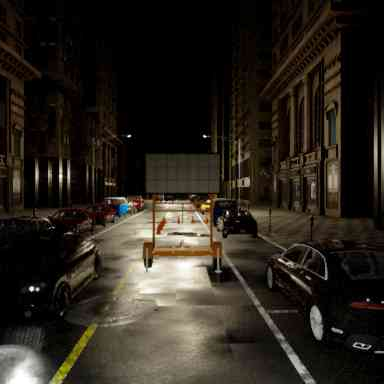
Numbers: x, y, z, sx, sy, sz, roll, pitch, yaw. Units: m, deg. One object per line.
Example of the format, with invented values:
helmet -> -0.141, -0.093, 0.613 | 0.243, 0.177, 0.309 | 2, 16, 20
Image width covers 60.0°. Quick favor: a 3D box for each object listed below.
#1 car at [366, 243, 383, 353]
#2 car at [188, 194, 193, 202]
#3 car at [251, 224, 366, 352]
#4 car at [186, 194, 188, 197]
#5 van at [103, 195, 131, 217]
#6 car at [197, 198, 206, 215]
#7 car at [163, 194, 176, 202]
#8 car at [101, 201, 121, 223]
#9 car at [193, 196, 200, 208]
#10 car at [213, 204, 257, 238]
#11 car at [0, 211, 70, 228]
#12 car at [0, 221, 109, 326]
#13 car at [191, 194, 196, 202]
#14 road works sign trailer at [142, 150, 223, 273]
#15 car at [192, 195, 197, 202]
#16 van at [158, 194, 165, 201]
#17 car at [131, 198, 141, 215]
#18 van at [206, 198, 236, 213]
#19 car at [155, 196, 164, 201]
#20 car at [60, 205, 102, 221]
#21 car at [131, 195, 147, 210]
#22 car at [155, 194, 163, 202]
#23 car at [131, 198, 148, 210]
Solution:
car -> 2.758, 1.315, 0.531 | 2.192, 1.841, 5.009 | 0, 0, -2
car -> 0.817, 1.613, 67.928 | 1.947, 1.339, 4.313 | 0, 0, -2
car -> 2.596, 1.553, 6.147 | 2.008, 1.369, 4.403 | 0, 0, -2
car -> 0.171, 1.389, 90.394 | 2.192, 1.841, 5.009 | 0, 0, -2
van -> -6.572, 1.355, 28.356 | 1.690, 1.788, 3.998 | 0, 0, -2
car -> 1.783, 1.543, 34.399 | 1.752, 1.417, 4.829 | 0, 0, -2
car -> -5.234, 1.537, 77.899 | 1.882, 1.535, 5.008 | 0, 0, -2
car -> -6.410, 1.555, 22.740 | 1.887, 1.381, 4.507 | 0, 0, -2
car -> 1.464, 1.607, 45.463 | 1.802, 1.307, 4.206 | 0, 0, -2
car -> 2.272, 1.558, 17.380 | 2.008, 1.369, 4.403 | 0, 0, -2
car -> -6.088, 1.555, 11.514 | 2.008, 1.369, 4.403 | 0, 0, -2
car -> -3.298, 1.566, 7.088 | 1.994, 1.385, 4.181 | 0, 0, -2
car -> 1.136, 1.560, 56.865 | 1.752, 1.417, 4.829 | 0, 0, -2
road works sign trailer -> -0.298, 0.468, 10.671 | 2.380, 3.560, 2.880 | 0, 0, -2
car -> 1.303, 1.611, 51.079 | 1.802, 1.307, 4.206 | 0, 0, -2
van -> -8.350, 1.415, 90.133 | 1.690, 1.788, 3.998 | 0, 0, -2
car -> -6.734, 1.569, 33.972 | 2.008, 1.369, 4.403 | 0, 0, -2
van -> 2.111, 1.352, 22.996 | 1.690, 1.788, 3.998 | 0, 0, -2
car -> -8.189, 1.633, 84.517 | 1.947, 1.339, 4.313 | 0, 0, -2
car -> -6.249, 1.552, 17.124 | 1.887, 1.381, 4.507 | 0, 0, -2
car -> -6.895, 1.337, 39.588 | 2.192, 1.841, 5.009 | 0, 0, -2
car -> -8.027, 1.642, 78.901 | 1.802, 1.307, 4.206 | 0, 0, -2
car -> -7.052, 1.550, 45.035 | 1.752, 1.417, 4.829 | 0, 0, -2
